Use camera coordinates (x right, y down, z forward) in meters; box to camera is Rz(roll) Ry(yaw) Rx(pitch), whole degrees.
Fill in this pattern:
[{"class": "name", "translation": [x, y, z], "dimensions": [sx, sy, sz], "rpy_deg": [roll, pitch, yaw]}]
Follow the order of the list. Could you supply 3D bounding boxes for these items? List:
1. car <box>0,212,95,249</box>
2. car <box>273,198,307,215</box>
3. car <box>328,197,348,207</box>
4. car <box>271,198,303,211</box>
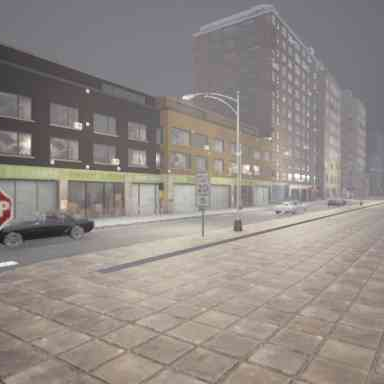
[{"class": "car", "translation": [-6.789, 1.571, 14.741], "dimensions": [1.895, 1.301, 4.718], "rpy_deg": [0, 0, 36]}, {"class": "car", "translation": [9.804, 1.536, 32.834], "dimensions": [1.895, 1.301, 4.718], "rpy_deg": [0, 0, 36]}, {"class": "car", "translation": [21.576, 1.457, 49.275], "dimensions": [2.033, 1.411, 5.357], "rpy_deg": [0, 0, 36]}, {"class": "car", "translation": [11.679, 1.463, 40.447], "dimensions": [2.033, 1.411, 5.357], "rpy_deg": [0, 0, 36]}]
